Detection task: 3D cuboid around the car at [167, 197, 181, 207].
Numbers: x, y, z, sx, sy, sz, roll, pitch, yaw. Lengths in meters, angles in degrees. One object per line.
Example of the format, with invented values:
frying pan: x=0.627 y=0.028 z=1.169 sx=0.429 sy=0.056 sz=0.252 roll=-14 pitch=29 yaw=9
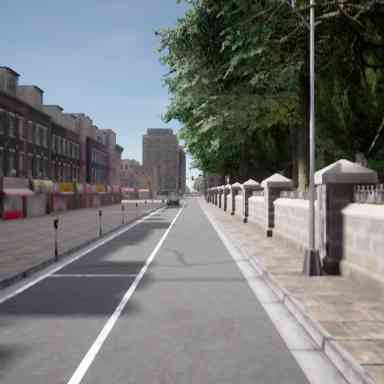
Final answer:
car: x=-2.750 y=1.539 z=50.139 sx=1.837 sy=1.490 sz=4.892 roll=0 pitch=0 yaw=0
